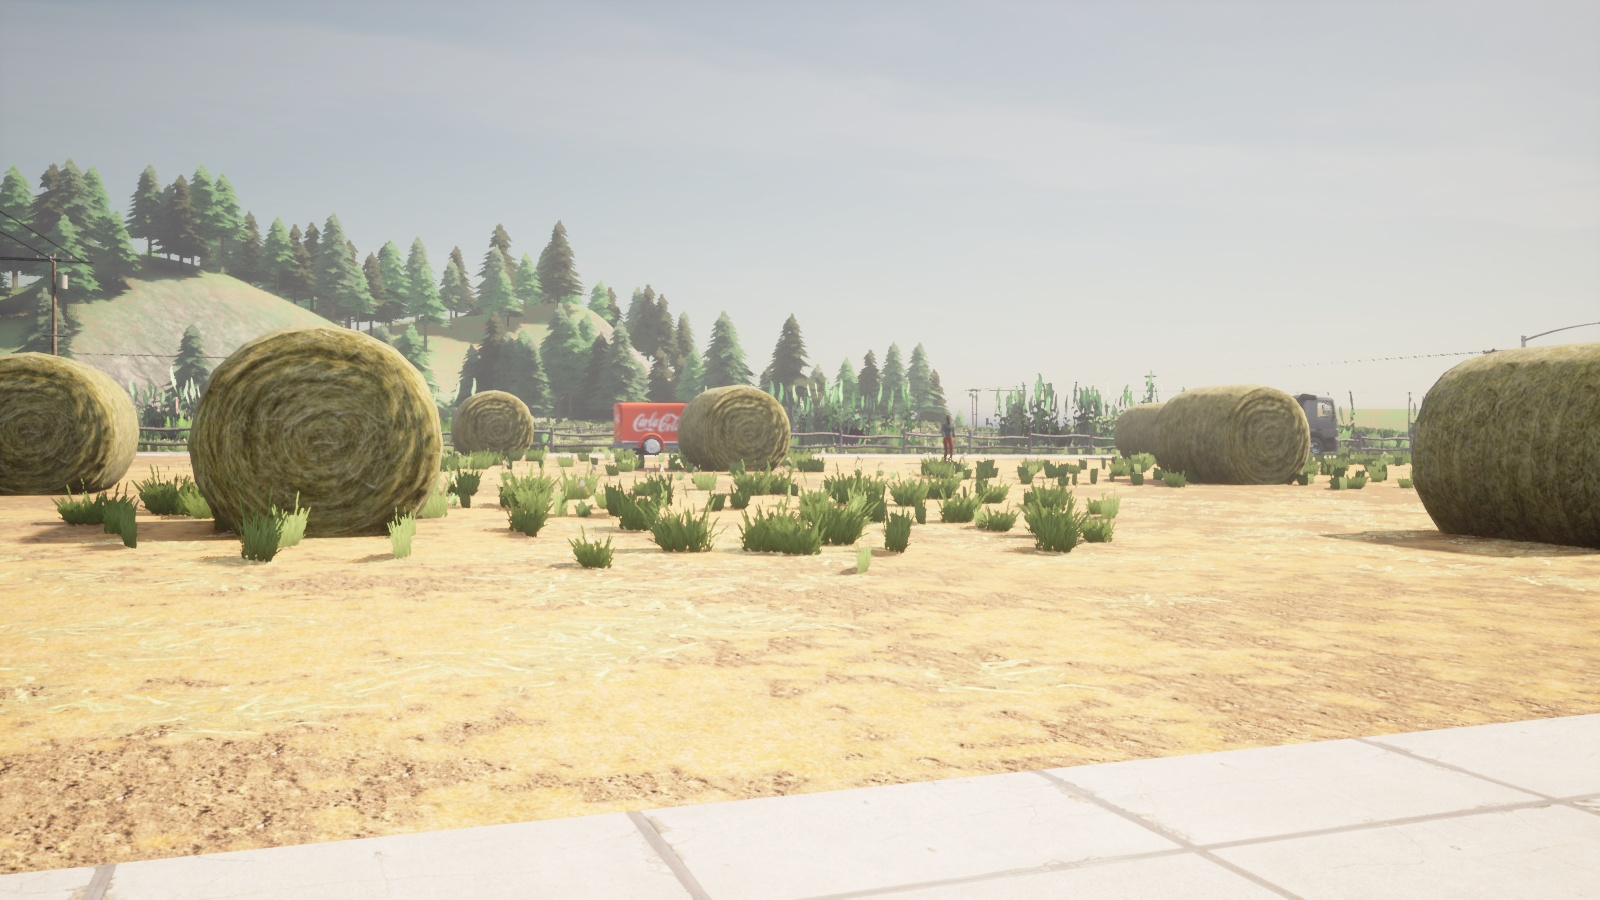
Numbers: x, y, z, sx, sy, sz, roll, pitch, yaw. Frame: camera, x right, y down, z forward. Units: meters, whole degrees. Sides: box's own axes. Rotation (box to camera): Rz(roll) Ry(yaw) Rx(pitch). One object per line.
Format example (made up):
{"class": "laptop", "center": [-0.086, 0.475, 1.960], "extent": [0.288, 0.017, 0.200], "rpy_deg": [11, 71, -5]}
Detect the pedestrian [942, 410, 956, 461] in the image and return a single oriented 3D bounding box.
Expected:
{"class": "pedestrian", "center": [5.465, -0.538, 46.009], "extent": [0.353, 1.847, 0.614], "rpy_deg": [-1, 1, -8]}

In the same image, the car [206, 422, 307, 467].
{"class": "car", "center": [-23.926, -0.253, 55.423], "extent": [3.866, 1.878, 1.905], "rpy_deg": [-1, 1, -17]}

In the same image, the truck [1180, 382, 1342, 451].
{"class": "truck", "center": [24.405, -1.791, 66.505], "extent": [7.936, 3.462, 2.891], "rpy_deg": [-1, 1, -17]}

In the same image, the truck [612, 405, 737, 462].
{"class": "truck", "center": [-5.759, -0.776, 57.305], "extent": [5.204, 2.467, 2.627], "rpy_deg": [-1, 1, -17]}
